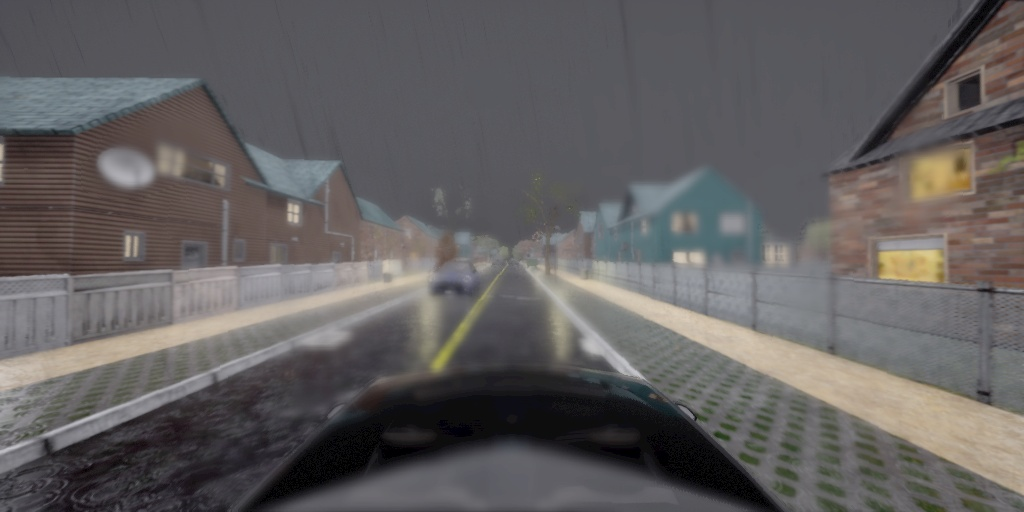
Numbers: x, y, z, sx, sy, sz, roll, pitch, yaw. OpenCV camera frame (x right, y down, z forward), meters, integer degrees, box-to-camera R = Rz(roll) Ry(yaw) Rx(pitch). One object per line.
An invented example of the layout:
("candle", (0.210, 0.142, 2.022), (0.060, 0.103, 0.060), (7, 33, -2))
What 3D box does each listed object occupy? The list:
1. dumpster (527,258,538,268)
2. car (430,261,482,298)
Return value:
("dumpster", (3.434, 1.260, 59.932), (1.020, 1.700, 1.940), (0, 0, 0))
("car", (-2.726, 1.082, 18.403), (2.097, 1.767, 4.553), (0, 0, 1))
